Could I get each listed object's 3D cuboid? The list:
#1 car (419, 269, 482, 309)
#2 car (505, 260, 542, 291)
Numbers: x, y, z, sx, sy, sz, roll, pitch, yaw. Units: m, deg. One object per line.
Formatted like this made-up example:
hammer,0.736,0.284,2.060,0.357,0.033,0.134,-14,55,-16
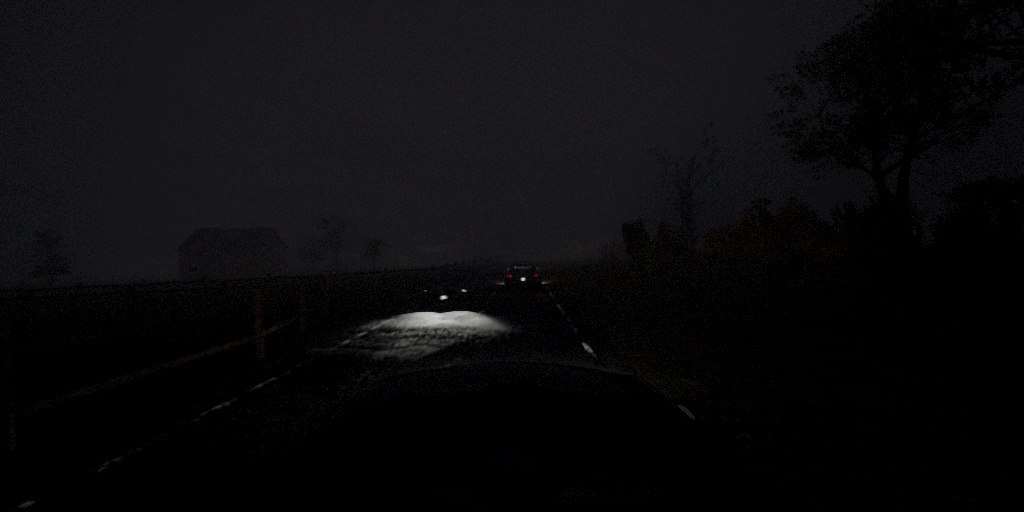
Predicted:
car,-2.366,1.252,14.638,1.994,1.385,4.181,-2,1,2
car,0.627,1.120,20.112,1.994,1.385,4.181,-2,1,2
